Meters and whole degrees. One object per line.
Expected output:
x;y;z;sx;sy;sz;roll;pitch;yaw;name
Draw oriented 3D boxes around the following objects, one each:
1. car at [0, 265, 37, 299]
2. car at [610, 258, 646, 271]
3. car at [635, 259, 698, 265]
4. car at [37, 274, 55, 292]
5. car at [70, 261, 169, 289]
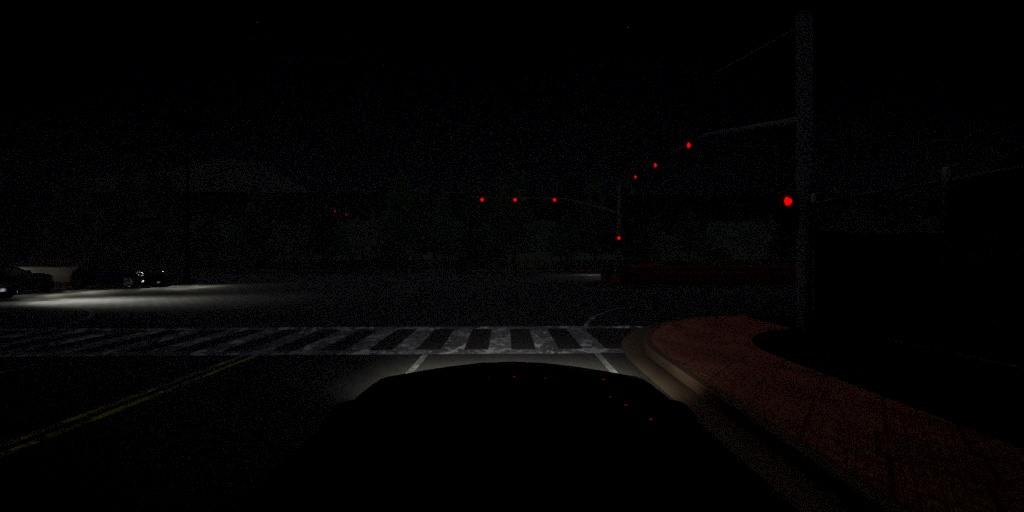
-24.971;1.238;15.808;4.902;1.511;2.128;0;0;-2;car
12.816;1.102;38.194;4.553;1.767;2.097;0;0;-2;car
13.700;1.250;31.219;4.892;1.490;1.837;-1;0;-2;car
-27.846;1.219;19.223;5.008;1.535;1.882;0;0;-2;car
-24.816;1.096;22.818;4.553;1.767;2.097;0;0;-2;car
